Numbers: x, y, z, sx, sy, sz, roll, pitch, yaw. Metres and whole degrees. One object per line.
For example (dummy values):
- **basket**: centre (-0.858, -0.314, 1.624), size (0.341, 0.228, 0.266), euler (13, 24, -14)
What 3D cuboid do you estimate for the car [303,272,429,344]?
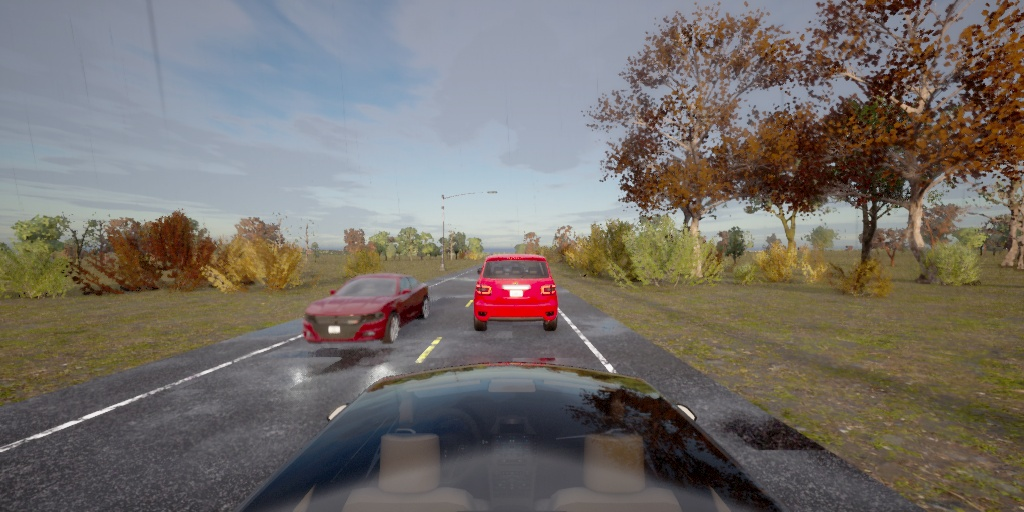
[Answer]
- **car**: centre (-3.619, 1.225, 9.791), size (1.882, 1.535, 5.008), euler (0, 0, 0)

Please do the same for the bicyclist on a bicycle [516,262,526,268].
- **bicyclist on a bicycle**: centre (0.851, 1.110, 30.253), size (0.659, 1.776, 1.843), euler (0, 0, 0)

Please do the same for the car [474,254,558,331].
- **car**: centre (0.075, 0.968, 11.074), size (2.150, 2.045, 5.566), euler (0, 0, -1)
